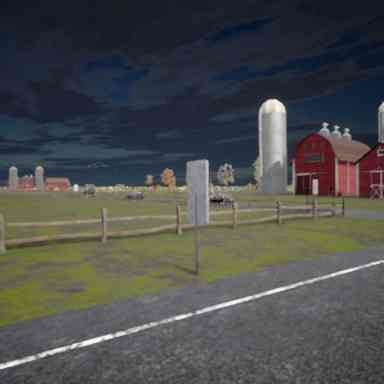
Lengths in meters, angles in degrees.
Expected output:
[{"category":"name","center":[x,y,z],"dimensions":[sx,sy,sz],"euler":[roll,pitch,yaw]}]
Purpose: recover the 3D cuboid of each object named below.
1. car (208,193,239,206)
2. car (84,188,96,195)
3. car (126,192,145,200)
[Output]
[{"category":"car","center":[3.746,0.871,41.343],"dimensions":[1.882,1.535,5.008],"euler":[-1,1,-36]},{"category":"car","center":[-27.757,-0.128,89.903],"dimensions":[2.150,2.045,5.566],"euler":[-1,1,-36]},{"category":"car","center":[-10.430,0.707,61.164],"dimensions":[2.033,1.411,5.357],"euler":[-1,1,-35]}]
